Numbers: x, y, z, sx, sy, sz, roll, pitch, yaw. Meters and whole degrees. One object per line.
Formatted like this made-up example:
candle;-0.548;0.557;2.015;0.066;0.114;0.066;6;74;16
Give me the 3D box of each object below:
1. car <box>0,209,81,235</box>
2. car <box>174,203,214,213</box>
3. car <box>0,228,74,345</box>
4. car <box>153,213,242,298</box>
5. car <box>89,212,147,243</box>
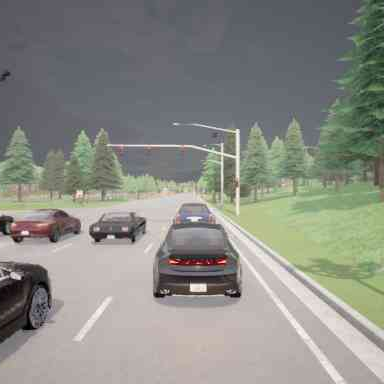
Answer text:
car;-6.883;1.526;16.008;1.812;1.442;4.674;0;0;0
car;0.118;1.352;17.606;2.097;1.767;4.553;0;0;0
car;-3.395;1.492;3.965;2.128;1.511;4.902;0;0;0
car;0.109;1.505;8.512;1.837;1.490;4.892;0;0;0
car;-3.382;1.600;16.163;1.895;1.301;4.718;0;0;0
